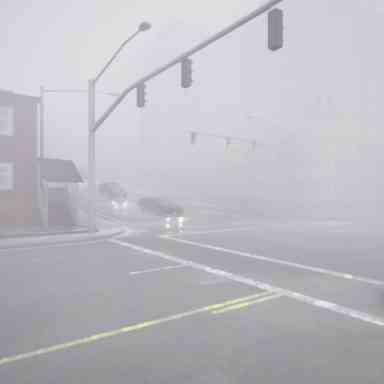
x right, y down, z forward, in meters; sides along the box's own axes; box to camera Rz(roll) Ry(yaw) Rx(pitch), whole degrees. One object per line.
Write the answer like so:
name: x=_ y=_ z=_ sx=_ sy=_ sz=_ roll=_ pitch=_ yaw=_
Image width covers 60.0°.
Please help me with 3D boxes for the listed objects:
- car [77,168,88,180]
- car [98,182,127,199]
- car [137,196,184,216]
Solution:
car: x=-15.577 y=-2.598 z=46.441 sx=2.033 sy=1.411 sz=5.357 roll=0 pitch=12 yaw=-36
car: x=-8.840 y=-0.291 z=37.044 sx=2.128 sy=1.511 sz=4.902 roll=0 pitch=10 yaw=-35
car: x=-2.868 y=1.080 z=28.715 sx=2.033 sy=1.411 sz=5.357 roll=0 pitch=5 yaw=-36
